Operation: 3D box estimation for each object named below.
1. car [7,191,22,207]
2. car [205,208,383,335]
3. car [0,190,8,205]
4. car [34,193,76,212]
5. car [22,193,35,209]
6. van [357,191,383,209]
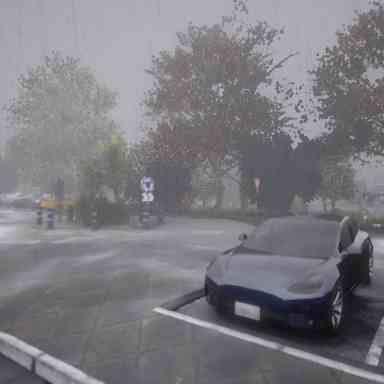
[{"bbox_3d":[-16.687,0.910,35.886,2.163,1.488,4.792,2,1,36],"label":"car"},{"bbox_3d":[2.152,1.182,6.369,2.163,1.488,4.792,2,1,36],"label":"car"},{"bbox_3d":[-18.912,0.831,37.534,2.002,1.452,4.674,2,1,36],"label":"car"},{"bbox_3d":[-12.291,1.055,32.724,2.097,1.535,5.008,2,1,36],"label":"car"},{"bbox_3d":[-14.508,0.840,34.378,2.185,1.767,4.553,2,1,36],"label":"car"},{"bbox_3d":[9.726,0.921,16.913,1.878,1.987,4.442,2,2,36],"label":"van"}]
